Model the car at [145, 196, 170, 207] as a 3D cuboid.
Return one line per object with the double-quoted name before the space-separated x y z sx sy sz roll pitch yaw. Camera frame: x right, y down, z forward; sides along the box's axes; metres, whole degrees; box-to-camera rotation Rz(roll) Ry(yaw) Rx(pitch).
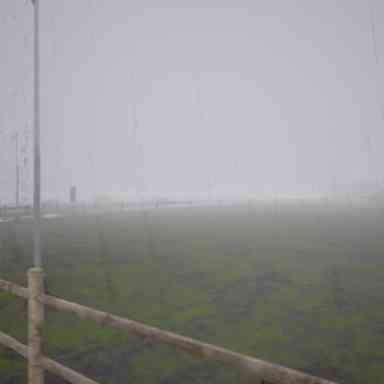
"car" -5.686 1.451 54.579 2.097 1.767 4.553 -1 0 34
